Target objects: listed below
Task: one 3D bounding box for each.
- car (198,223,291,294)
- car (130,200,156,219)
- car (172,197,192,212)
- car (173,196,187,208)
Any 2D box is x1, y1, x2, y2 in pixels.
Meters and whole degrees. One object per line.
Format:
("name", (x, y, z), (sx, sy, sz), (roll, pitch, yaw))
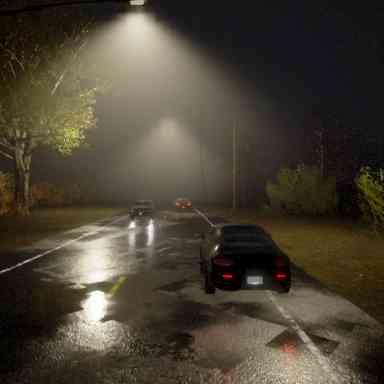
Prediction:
("car", (1.174, 1.521, 8.653), (1.812, 1.442, 4.674), (0, 0, -1))
("car", (-4.180, 1.468, 28.730), (1.837, 1.490, 4.892), (0, 0, -3))
("car", (-1.031, 1.466, 37.514), (1.812, 1.442, 4.674), (0, 0, -3))
("car", (-1.725, 1.419, 47.694), (1.837, 1.490, 4.892), (0, 0, -4))
